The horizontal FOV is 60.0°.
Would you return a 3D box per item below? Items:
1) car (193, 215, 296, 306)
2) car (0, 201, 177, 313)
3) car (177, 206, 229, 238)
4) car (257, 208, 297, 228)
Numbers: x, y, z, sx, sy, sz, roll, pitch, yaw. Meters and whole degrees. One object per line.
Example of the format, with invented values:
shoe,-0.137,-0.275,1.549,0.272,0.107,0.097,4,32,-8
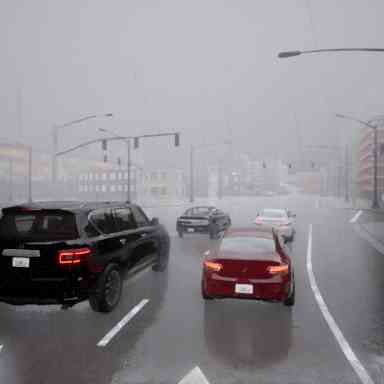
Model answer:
car,1.428,1.526,8.056,1.812,1.442,4.674,0,0,13
car,-2.184,1.221,7.963,2.150,2.045,5.566,0,0,12
car,0.738,1.491,17.219,2.128,1.511,4.902,0,0,19
car,4.146,1.526,16.496,1.812,1.442,4.674,0,0,19
